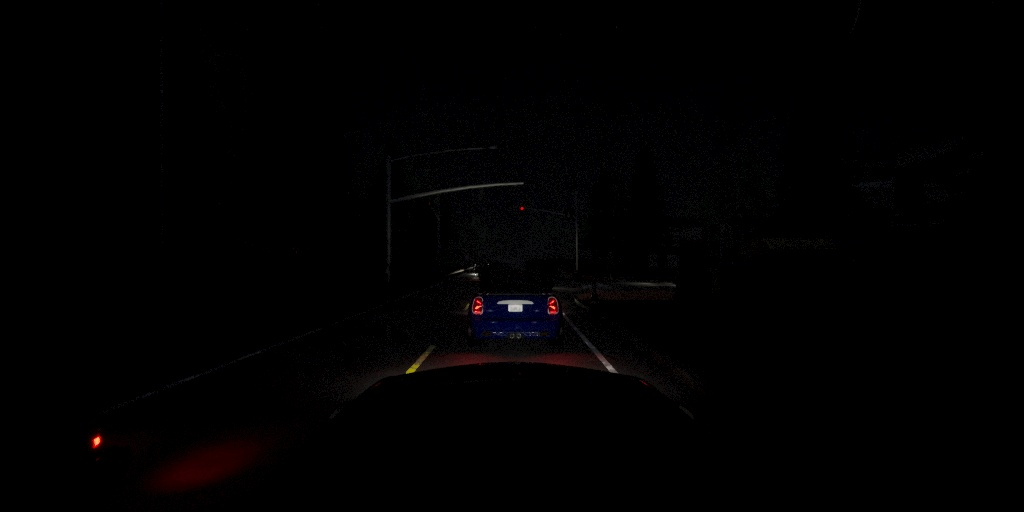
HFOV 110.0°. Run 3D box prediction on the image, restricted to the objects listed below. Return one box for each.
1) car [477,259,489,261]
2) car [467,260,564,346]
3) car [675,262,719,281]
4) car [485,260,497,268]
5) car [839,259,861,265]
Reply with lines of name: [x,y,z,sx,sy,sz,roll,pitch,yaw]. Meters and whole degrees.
car: [-0.557,1.265,26.533,1.882,1.535,5.008,-1,2,-41]
car: [0.078,1.102,9.560,2.097,1.767,4.553,0,0,0]
car: [14.864,1.259,27.095,4.553,1.767,2.097,0,0,5]
car: [-3.576,1.351,61.731,1.895,1.301,4.718,0,0,0]
car: [25.338,1.128,25.842,5.566,2.045,2.150,0,0,12]
